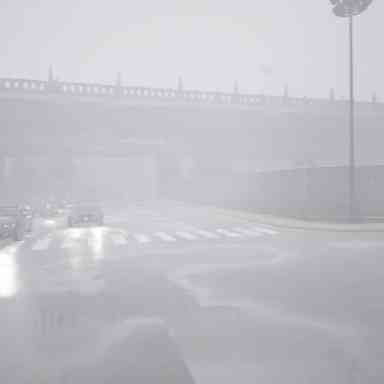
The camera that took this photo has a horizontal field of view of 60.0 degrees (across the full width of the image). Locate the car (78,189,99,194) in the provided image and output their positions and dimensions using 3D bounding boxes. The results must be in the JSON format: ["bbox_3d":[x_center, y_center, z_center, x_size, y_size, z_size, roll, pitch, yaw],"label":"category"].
[{"bbox_3d":[-12.290,0.705,39.532,2.150,2.045,5.566,-1,1,-16],"label":"car"}]

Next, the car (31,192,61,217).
[{"bbox_3d":[-12.097,1.075,26.737,2.097,1.767,4.553,-1,1,-17],"label":"car"}]

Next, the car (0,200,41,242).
[{"bbox_3d":[-8.693,1.375,15.487,2.128,1.511,4.902,-1,1,-17],"label":"car"}]

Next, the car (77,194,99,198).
[{"bbox_3d":[-9.345,1.171,29.726,2.033,1.411,5.357,-1,1,-17],"label":"car"}]

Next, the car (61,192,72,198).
[{"bbox_3d":[-18.020,0.793,46.496,2.097,1.767,4.553,-1,1,-16],"label":"car"}]

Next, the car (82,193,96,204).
[{"bbox_3d":[-15.245,0.868,49.447,1.812,1.442,4.674,-1,1,-16],"label":"car"}]

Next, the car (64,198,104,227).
[{"bbox_3d":[-6.662,1.313,20.891,1.994,1.385,4.181,-1,1,-17],"label":"car"}]

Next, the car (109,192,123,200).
[{"bbox_3d":[-14.164,0.651,62.014,1.994,1.385,4.181,-1,1,-3],"label":"car"}]

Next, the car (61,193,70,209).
[{"bbox_3d":[-15.163,1.124,37.009,2.033,1.411,5.357,-1,1,-16],"label":"car"}]
